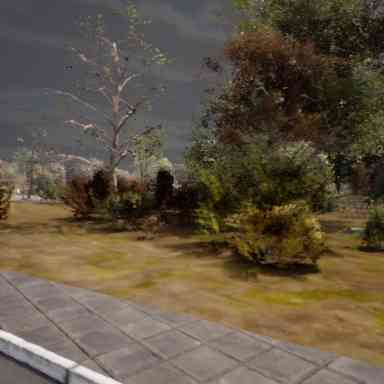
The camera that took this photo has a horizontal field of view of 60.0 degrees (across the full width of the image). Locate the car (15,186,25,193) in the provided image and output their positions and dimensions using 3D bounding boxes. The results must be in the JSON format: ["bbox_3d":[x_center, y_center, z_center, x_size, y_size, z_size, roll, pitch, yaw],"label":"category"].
[{"bbox_3d":[-35.592,-0.452,65.999,2.150,2.045,5.566,3,-1,12],"label":"car"}]
